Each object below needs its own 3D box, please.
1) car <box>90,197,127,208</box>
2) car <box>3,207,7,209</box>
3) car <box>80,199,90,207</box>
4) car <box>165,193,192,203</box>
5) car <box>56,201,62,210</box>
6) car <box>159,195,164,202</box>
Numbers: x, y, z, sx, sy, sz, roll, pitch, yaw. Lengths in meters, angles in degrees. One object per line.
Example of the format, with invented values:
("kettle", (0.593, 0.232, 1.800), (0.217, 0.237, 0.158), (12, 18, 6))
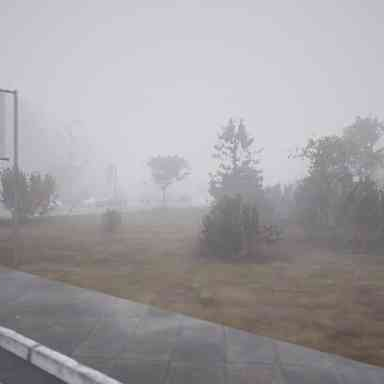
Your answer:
("car", (-11.695, 1.420, 47.974), (1.882, 1.535, 5.008), (0, 1, 39))
("car", (-20.808, 1.547, 42.159), (2.033, 1.411, 5.357), (0, 0, 39))
("car", (-14.514, 1.470, 50.063), (1.812, 1.442, 4.674), (0, 1, 39))
("car", (-2.066, 1.074, 60.048), (2.097, 1.767, 4.553), (0, 1, 37))
("car", (-18.029, 1.525, 40.028), (1.812, 1.442, 4.674), (0, 0, 39))
("car", (-5.096, 1.241, 61.855), (1.837, 1.490, 4.892), (0, 1, 37))
